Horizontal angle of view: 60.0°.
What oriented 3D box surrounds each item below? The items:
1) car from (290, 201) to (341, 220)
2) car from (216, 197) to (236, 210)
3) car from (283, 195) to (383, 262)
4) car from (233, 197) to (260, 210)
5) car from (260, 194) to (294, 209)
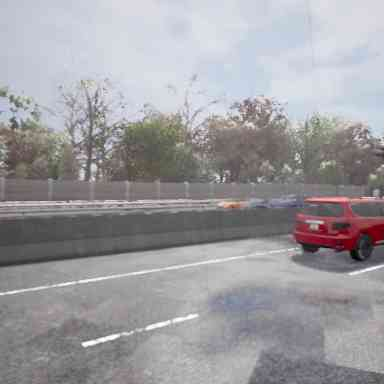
[{"bbox_3d":[10.811,1.566,28.907,4.674,1.442,1.812,0,0,-35],"label":"car"},{"bbox_3d":[4.866,1.392,37.551,4.553,1.767,2.097,0,0,-35],"label":"car"},{"bbox_3d":[6.188,1.237,12.459,5.566,2.045,2.150,0,0,-36],"label":"car"},{"bbox_3d":[7.018,1.545,34.788,4.892,1.490,1.837,0,0,-35],"label":"car"},{"bbox_3d":[9.577,1.264,32.315,5.566,2.045,2.150,0,0,-35],"label":"car"}]
